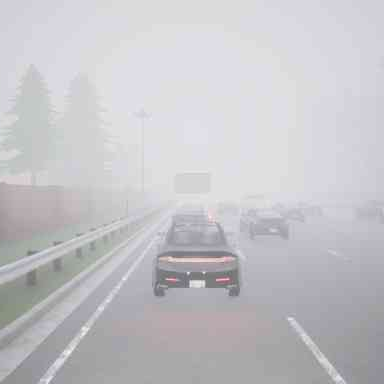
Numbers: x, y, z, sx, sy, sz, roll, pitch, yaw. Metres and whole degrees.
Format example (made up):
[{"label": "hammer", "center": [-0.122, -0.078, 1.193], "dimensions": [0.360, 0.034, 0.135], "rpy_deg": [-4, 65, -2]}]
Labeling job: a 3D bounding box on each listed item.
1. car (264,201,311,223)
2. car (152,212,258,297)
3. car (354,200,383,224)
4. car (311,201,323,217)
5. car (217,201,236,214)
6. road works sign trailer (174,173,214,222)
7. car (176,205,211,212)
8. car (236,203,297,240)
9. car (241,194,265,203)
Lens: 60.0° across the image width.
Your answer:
[{"label": "car", "center": [7.096, 1.527, 25.150], "dimensions": [1.812, 1.442, 4.674], "rpy_deg": [0, -1, 0]}, {"label": "car", "center": [0.101, 1.491, 8.589], "dimensions": [2.128, 1.511, 4.902], "rpy_deg": [0, 0, 0]}, {"label": "car", "center": [14.098, 1.351, 24.922], "dimensions": [2.097, 1.767, 4.553], "rpy_deg": [0, 0, 0]}, {"label": "car", "center": [10.603, 1.526, 30.923], "dimensions": [1.812, 1.442, 4.674], "rpy_deg": [0, 0, 0]}, {"label": "car", "center": [3.601, 1.600, 34.607], "dimensions": [1.895, 1.301, 4.718], "rpy_deg": [0, 0, 0]}, {"label": "road works sign trailer", "center": [0.065, 0.464, 22.957], "dimensions": [2.380, 3.560, 2.880], "rpy_deg": [0, 0, -1]}, {"label": "car", "center": [0.018, 1.474, 19.038], "dimensions": [1.882, 1.535, 5.008], "rpy_deg": [0, 0, 5]}, {"label": "car", "center": [3.601, 1.526, 17.005], "dimensions": [1.812, 1.442, 4.674], "rpy_deg": [0, 0, 0]}, {"label": "car", "center": [7.102, 1.221, 38.747], "dimensions": [2.150, 2.045, 5.566], "rpy_deg": [0, 0, 0]}]
